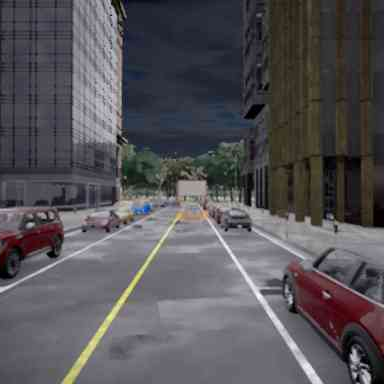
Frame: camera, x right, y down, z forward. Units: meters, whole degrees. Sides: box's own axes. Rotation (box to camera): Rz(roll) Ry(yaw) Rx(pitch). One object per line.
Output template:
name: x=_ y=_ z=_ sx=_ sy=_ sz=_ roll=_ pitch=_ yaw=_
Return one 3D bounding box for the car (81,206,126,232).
car: x=-5.755 y=1.801 z=21.458 sx=1.802 sy=1.307 sz=4.206 roll=0 pitch=-1 yaw=0

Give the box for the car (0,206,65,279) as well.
car: x=-5.759 y=1.424 z=10.586 sx=2.192 sy=1.841 sz=5.009 roll=0 pitch=-1 yaw=0

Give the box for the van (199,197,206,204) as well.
van: x=2.792 y=2.248 z=86.705 sx=1.690 sy=1.788 sz=3.998 roll=0 pitch=-1 yaw=0

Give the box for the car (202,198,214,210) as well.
car: x=2.779 y=2.027 z=48.812 sx=1.752 sy=1.417 sz=4.829 roll=0 pitch=-1 yaw=0

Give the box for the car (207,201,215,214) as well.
car: x=2.774 y=1.875 z=32.330 sx=1.887 sy=1.381 sz=4.507 roll=0 pitch=-1 yaw=0

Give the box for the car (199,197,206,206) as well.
car: x=2.780 y=1.872 z=54.082 sx=2.192 sy=1.841 sz=5.009 roll=0 pitch=-1 yaw=0

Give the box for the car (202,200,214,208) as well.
car: x=2.783 y=2.165 z=59.516 sx=2.008 sy=1.369 sz=4.403 roll=0 pitch=-1 yaw=0

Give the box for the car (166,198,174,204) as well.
car: x=-5.734 y=2.347 z=86.707 sx=1.967 sy=1.590 sz=4.097 roll=0 pitch=-1 yaw=0

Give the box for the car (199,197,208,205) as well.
car: x=2.790 y=2.162 z=81.268 sx=2.192 sy=1.841 sz=5.009 roll=0 pitch=-1 yaw=0

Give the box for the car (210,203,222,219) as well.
car: x=2.772 y=1.819 z=26.893 sx=1.887 sy=1.381 sz=4.507 roll=0 pitch=-1 yaw=0

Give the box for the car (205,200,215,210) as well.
car: x=2.775 y=1.914 z=37.938 sx=1.752 sy=1.417 sz=4.829 roll=0 pitch=-1 yaw=0

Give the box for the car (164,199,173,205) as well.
car: x=-5.735 y=2.371 z=81.099 sx=1.752 sy=1.417 sz=4.829 roll=0 pitch=-1 yaw=0

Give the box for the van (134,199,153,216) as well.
van: x=-5.750 y=1.728 z=37.773 sx=1.690 sy=1.788 sz=3.998 roll=0 pitch=-1 yaw=0

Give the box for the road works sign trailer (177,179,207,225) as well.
road works sign trailer: x=0.010 y=0.741 z=27.047 sx=2.380 sy=3.560 sz=2.880 roll=0 pitch=-1 yaw=0

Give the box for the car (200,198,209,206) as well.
car: x=2.788 y=2.229 z=75.829 sx=1.967 sy=1.590 sz=4.097 roll=0 pitch=-1 yaw=0

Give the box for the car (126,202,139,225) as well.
car: x=-5.754 y=1.798 z=26.726 sx=1.752 sy=1.417 sz=4.829 roll=0 pitch=-1 yaw=0

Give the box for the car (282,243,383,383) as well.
car: x=2.764 y=1.494 z=5.145 sx=1.967 sy=1.590 sz=4.097 roll=0 pitch=-1 yaw=0

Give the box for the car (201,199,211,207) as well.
car: x=2.784 y=2.199 z=65.124 sx=1.752 sy=1.417 sz=4.829 roll=0 pitch=-1 yaw=0

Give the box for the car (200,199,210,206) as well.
car: x=2.786 y=2.275 z=70.391 sx=1.887 sy=1.381 sz=4.507 roll=0 pitch=-1 yaw=0

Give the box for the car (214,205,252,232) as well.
car: x=2.770 y=1.770 z=21.455 sx=2.008 sy=1.369 sz=4.403 roll=0 pitch=-1 yaw=0

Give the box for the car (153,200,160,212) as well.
car: x=-5.748 y=1.994 z=43.208 sx=2.008 sy=1.369 sz=4.403 roll=0 pitch=-1 yaw=0

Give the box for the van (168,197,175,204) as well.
van: x=-5.732 y=2.307 z=92.146 sx=1.690 sy=1.788 sz=3.998 roll=0 pitch=-1 yaw=0

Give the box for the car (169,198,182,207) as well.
car: x=-2.997 y=2.270 z=64.760 sx=1.895 sy=1.301 sz=4.718 roll=0 pitch=-1 yaw=1

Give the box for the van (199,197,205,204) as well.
van: x=2.793 y=2.307 z=92.142 sx=1.690 sy=1.788 sz=3.998 roll=0 pitch=-1 yaw=0

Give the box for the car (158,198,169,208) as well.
car: x=-5.742 y=2.180 z=59.519 sx=1.947 sy=1.339 sz=4.313 roll=0 pitch=-1 yaw=0
